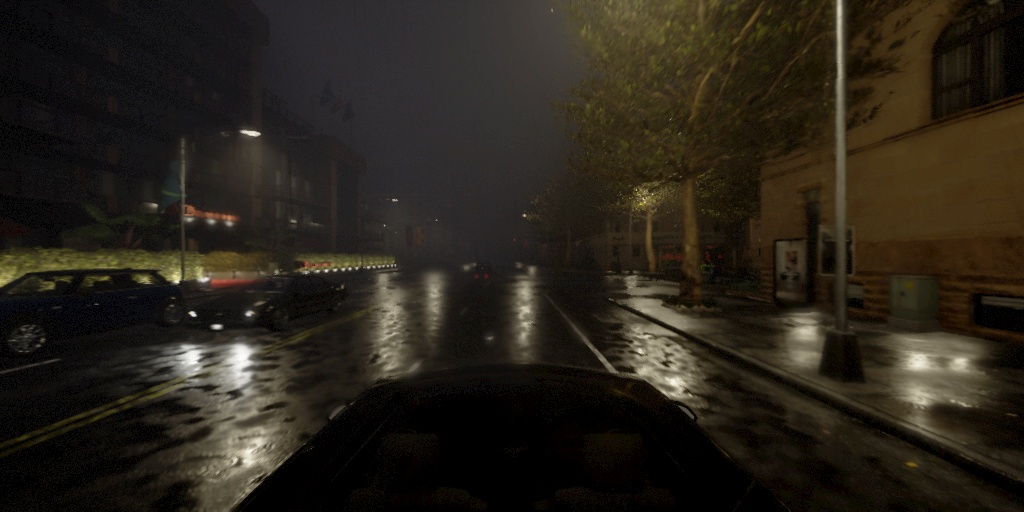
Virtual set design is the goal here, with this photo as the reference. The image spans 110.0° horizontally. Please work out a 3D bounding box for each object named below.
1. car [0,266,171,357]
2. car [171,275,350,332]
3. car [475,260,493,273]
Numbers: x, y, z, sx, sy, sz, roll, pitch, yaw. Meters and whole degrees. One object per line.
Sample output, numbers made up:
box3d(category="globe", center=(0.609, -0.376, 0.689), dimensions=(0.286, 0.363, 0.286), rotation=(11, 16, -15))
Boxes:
box3d(category="car", center=(-10.530, 1.102, 8.469), dimensions=(2.097, 1.767, 4.553), rotation=(0, 0, 1))
box3d(category="car", center=(-7.000, 1.297, 11.165), dimensions=(2.033, 1.411, 5.357), rotation=(0, 0, 0))
box3d(category="car", center=(-3.400, 1.240, 43.542), dimensions=(2.128, 1.511, 4.902), rotation=(0, 0, 0))
